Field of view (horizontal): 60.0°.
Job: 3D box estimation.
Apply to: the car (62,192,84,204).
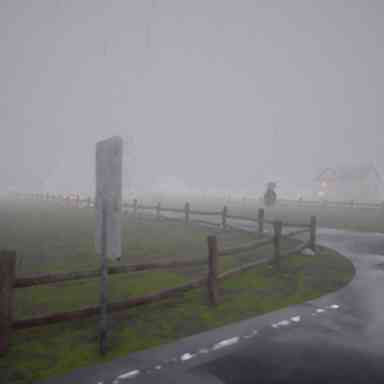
[{"bbox_3d":[-17.978,0.937,50.295,2.097,1.767,4.553,1,0,-36],"label":"car"}]
